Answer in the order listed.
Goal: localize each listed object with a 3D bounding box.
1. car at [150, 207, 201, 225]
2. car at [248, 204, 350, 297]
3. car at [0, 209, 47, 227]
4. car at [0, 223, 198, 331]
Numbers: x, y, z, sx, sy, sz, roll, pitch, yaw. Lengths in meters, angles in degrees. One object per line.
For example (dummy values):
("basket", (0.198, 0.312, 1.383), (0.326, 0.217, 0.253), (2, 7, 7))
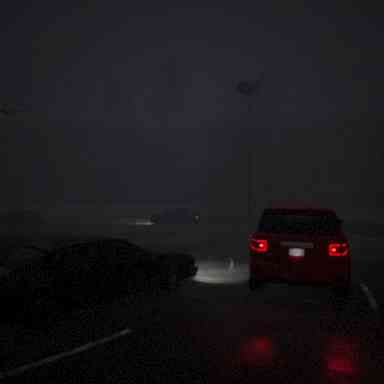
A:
("car", (-1.317, 1.927, 26.543), (4.181, 1.385, 1.994), (-1, -1, 33))
("car", (2.939, 1.337, 9.246), (2.150, 2.045, 5.566), (1, 0, 18))
("car", (-13.333, 1.960, 25.338), (4.181, 1.385, 1.994), (0, -1, -11))
("car", (-2.233, 1.657, 7.207), (2.033, 1.411, 5.357), (-1, -1, 43))
